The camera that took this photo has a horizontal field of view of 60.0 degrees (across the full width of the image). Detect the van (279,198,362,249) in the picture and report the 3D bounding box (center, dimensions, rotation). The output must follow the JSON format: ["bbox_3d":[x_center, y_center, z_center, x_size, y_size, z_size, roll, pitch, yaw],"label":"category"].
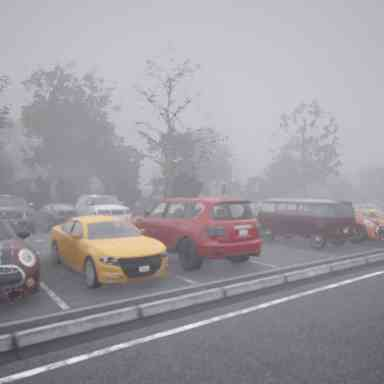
[{"bbox_3d":[4.791,1.279,14.829,1.878,1.987,4.442,1,0,-36],"label":"van"}]

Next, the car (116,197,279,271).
[{"bbox_3d":[-0.179,1.194,11.135,2.435,2.045,5.566,1,0,-36],"label":"car"}]

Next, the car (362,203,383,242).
[{"bbox_3d":[7.304,1.418,16.534,2.185,1.767,4.553,1,-1,-36],"label":"car"}]

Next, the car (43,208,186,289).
[{"bbox_3d":[-2.526,1.434,9.400,2.097,1.535,5.008,0,0,-36],"label":"car"}]

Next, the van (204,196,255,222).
[{"bbox_3d":[3.119,1.379,28.455,1.878,1.987,4.442,1,-1,-36],"label":"van"}]

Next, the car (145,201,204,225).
[{"bbox_3d":[-1.488,1.516,25.511,1.946,1.575,5.366,1,0,-36],"label":"car"}]

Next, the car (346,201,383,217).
[{"bbox_3d":[22.484,2.149,42.557,2.185,1.767,4.553,2,-1,-35],"label":"car"}]

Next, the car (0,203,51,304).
[{"bbox_3d":[-4.997,1.296,7.637,2.185,1.767,4.553,0,0,-36],"label":"car"}]

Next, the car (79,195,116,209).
[{"bbox_3d":[-6.001,1.206,21.999,2.435,2.045,5.566,0,0,-36],"label":"car"}]

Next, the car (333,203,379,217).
[{"bbox_3d":[19.934,2.209,40.666,2.002,1.452,4.674,2,-1,-36],"label":"car"}]

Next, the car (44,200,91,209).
[{"bbox_3d":[-8.274,1.444,20.375,2.231,1.521,4.892,0,0,-36],"label":"car"}]

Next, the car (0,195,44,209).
[{"bbox_3d":[-10.420,1.181,18.788,2.435,2.045,5.566,0,0,-36],"label":"car"}]

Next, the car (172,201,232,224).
[{"bbox_3d":[0.672,1.555,27.065,1.946,1.575,5.366,1,-1,-36],"label":"car"}]
